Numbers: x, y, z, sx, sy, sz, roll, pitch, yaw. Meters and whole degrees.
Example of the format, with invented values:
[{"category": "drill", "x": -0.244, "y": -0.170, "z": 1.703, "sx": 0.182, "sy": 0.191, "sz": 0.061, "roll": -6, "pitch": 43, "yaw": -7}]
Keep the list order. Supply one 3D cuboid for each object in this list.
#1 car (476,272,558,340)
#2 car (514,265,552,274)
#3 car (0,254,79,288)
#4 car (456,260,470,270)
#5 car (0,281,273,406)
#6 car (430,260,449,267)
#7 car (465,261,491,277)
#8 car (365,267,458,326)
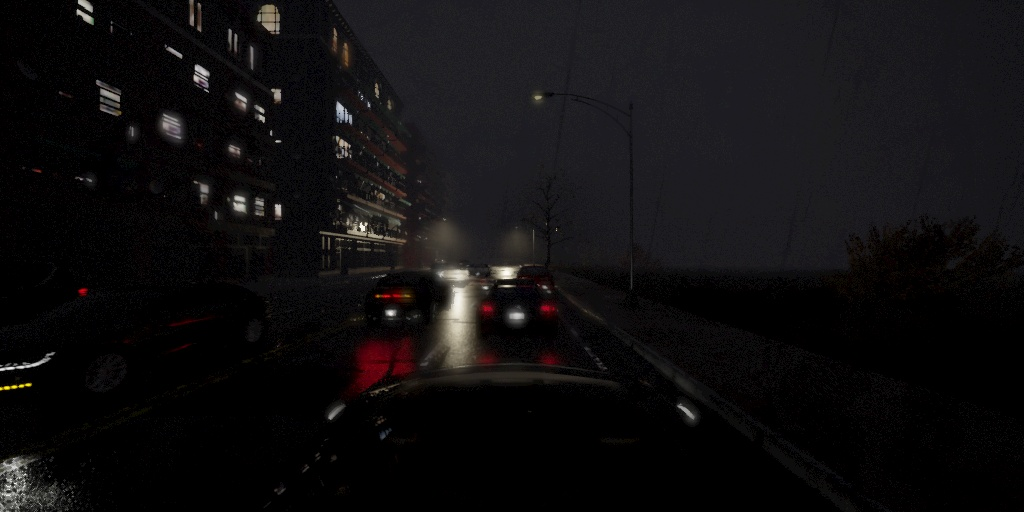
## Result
[{"category": "car", "x": 0.105, "y": 1.315, "z": 10.024, "sx": 1.994, "sy": 1.385, "sz": 4.181, "roll": 0, "pitch": 0, "yaw": 0}, {"category": "car", "x": 1.145, "y": 1.230, "z": 18.945, "sx": 1.882, "sy": 1.535, "sz": 5.008, "roll": 0, "pitch": 0, "yaw": 0}, {"category": "car", "x": -9.850, "y": 0.972, "z": 5.106, "sx": 2.150, "sy": 2.045, "sz": 5.566, "roll": 0, "pitch": 0, "yaw": 0}, {"category": "car", "x": -6.574, "y": 1.256, "z": 49.903, "sx": 1.837, "sy": 1.490, "sz": 4.892, "roll": 0, "pitch": 0, "yaw": 0}, {"category": "car", "x": -6.599, "y": 1.255, "z": 6.523, "sx": 1.837, "sy": 1.490, "sz": 4.892, "roll": 0, "pitch": 0, "yaw": 0}, {"category": "car", "x": -9.824, "y": 1.243, "z": 48.955, "sx": 2.128, "sy": 1.511, "sz": 4.902, "roll": 0, "pitch": 0, "yaw": 0}, {"category": "car", "x": -3.133, "y": 1.353, "z": 35.489, "sx": 1.895, "sy": 1.301, "sz": 4.718, "roll": 0, "pitch": 0, "yaw": 0}, {"category": "car", "x": -3.147, "y": 1.254, "z": 11.748, "sx": 1.837, "sy": 1.490, "sz": 4.892, "roll": 0, "pitch": -1, "yaw": 0}]
